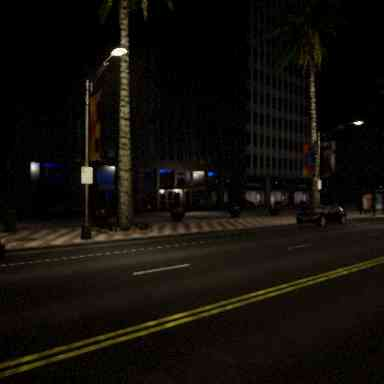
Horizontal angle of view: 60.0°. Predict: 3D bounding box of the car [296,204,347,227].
[{"bbox_3d":[9.719,1.692,24.785,4.892,1.521,2.231,1,-1,-39],"label":"car"}]
